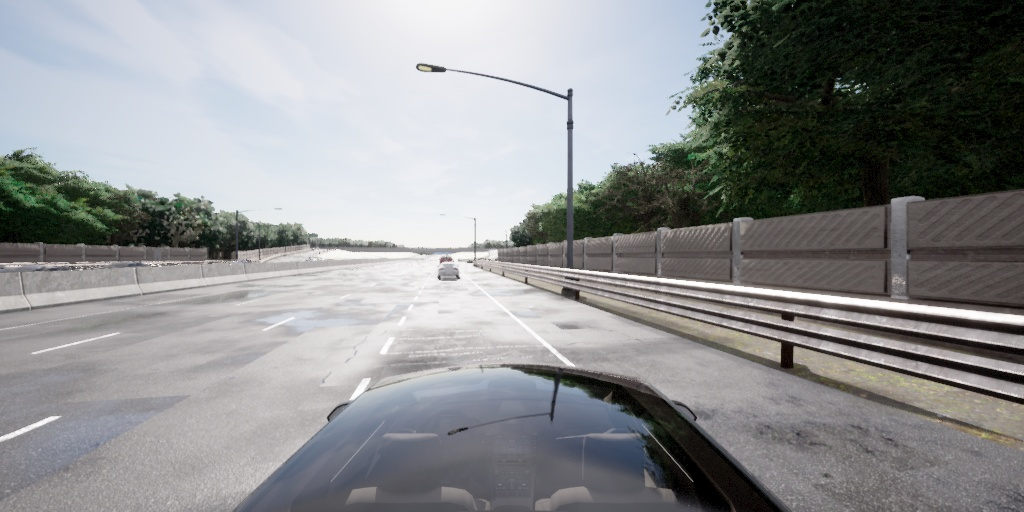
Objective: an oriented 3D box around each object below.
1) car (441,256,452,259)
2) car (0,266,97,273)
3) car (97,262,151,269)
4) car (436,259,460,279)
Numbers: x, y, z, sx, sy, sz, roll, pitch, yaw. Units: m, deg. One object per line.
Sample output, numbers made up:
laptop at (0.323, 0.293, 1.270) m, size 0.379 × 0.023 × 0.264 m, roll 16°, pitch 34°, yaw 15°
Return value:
car at (-11.334, 1.024, 61.795) m, size 2.150 × 2.045 × 5.566 m, roll 0°, pitch 0°, yaw -11°
car at (-24.435, 1.254, 18.002) m, size 1.837 × 1.490 × 4.892 m, roll 0°, pitch -1°, yaw -11°
car at (-34.173, 1.266, 31.521) m, size 1.837 × 1.490 × 4.892 m, roll 0°, pitch -1°, yaw -11°
car at (-5.904, 1.288, 33.302) m, size 1.812 × 1.442 × 4.674 m, roll 0°, pitch 0°, yaw -11°
